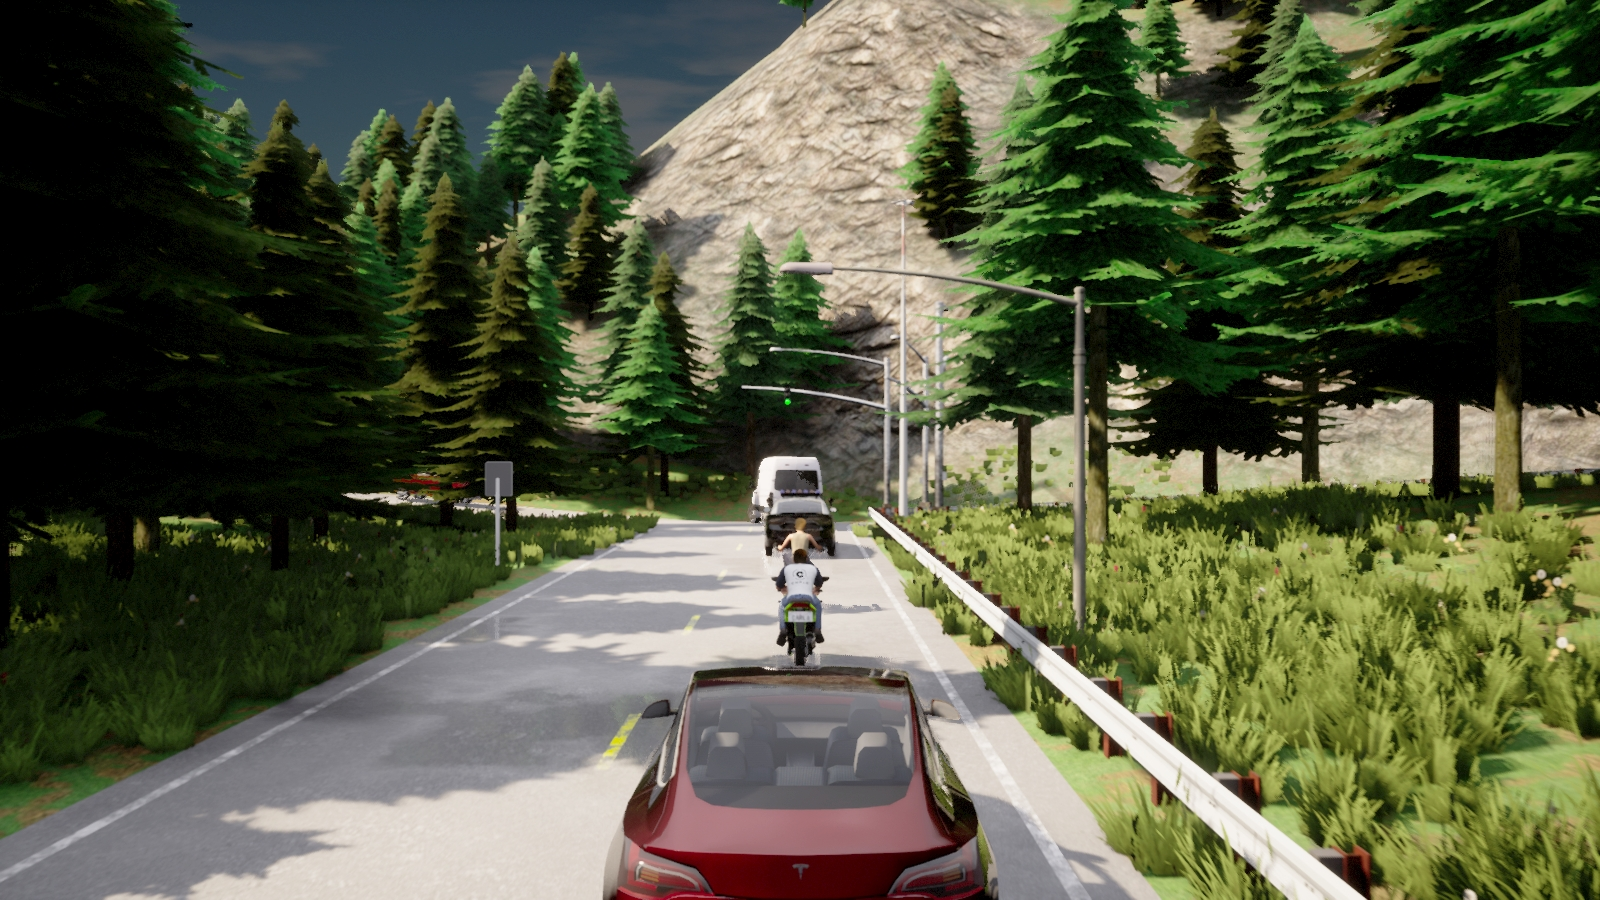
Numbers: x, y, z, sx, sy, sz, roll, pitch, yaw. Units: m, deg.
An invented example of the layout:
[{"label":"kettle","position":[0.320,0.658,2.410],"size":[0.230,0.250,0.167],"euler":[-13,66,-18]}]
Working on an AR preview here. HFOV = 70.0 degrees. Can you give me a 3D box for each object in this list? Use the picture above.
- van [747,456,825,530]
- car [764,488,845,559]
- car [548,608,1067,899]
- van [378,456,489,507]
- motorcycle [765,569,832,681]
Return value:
[{"label":"van","position":[-0.624,1.561,42.833],"size":[1.988,2.561,5.915],"euler":[1,-1,-10]},{"label":"car","position":[0.114,1.985,32.094],"size":[2.097,1.638,5.238],"euler":[0,0,0]},{"label":"car","position":[0.033,2.064,7.160],"size":[2.163,1.488,4.792],"euler":[0,0,0]},{"label":"van","position":[-17.548,1.487,54.743],"size":[4.480,2.038,2.069],"euler":[5,1,12]},{"label":"motorcycle","position":[-0.016,2.214,14.787],"size":[0.803,1.145,2.033],"euler":[0,0,0]}]
